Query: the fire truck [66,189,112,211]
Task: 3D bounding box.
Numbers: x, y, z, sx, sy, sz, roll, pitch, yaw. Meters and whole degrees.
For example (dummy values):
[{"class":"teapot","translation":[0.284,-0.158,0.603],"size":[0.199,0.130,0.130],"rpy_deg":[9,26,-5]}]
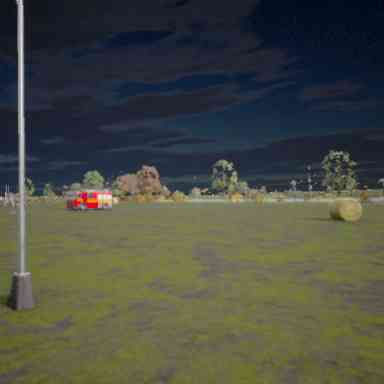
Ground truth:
[{"class":"fire truck","translation":[-18.884,1.423,61.495],"size":[2.891,3.827,8.468],"rpy_deg":[-2,-2,35]}]
